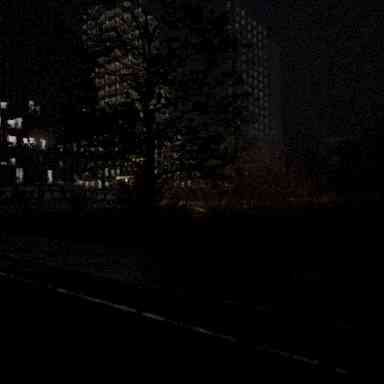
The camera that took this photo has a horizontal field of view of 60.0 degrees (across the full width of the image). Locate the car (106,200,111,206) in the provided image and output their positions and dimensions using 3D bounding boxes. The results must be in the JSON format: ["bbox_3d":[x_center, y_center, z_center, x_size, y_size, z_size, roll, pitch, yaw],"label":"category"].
[{"bbox_3d":[-14.164,1.816,63.983,1.882,1.535,5.008,-1,-1,38],"label":"car"}]
